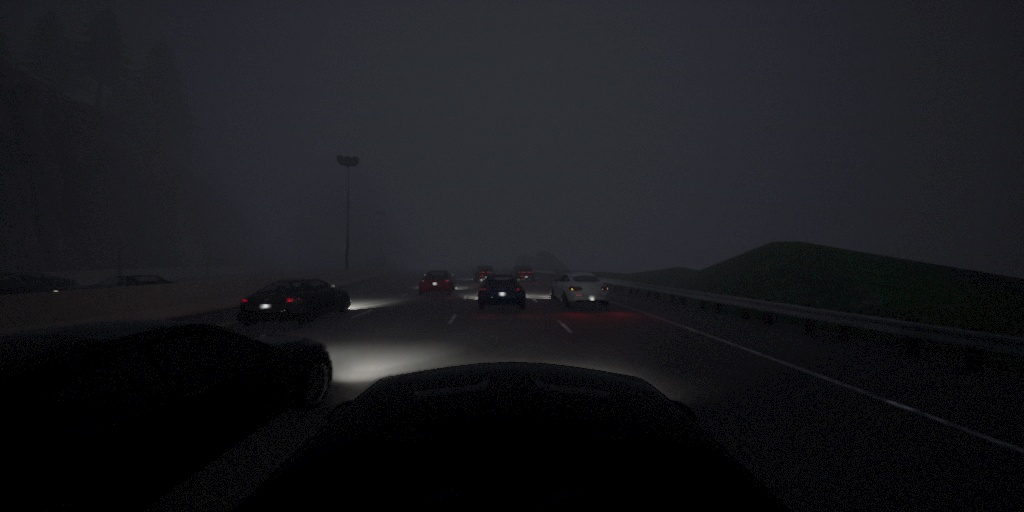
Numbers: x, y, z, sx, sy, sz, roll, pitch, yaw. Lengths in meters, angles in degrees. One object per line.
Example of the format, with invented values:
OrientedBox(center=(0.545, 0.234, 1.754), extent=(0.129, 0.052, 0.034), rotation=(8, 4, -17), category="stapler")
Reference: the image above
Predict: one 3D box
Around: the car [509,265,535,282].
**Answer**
OrientedBox(center=(0.879, 1.636, 34.028), extent=(1.837, 1.490, 4.892), rotation=(0, -1, -9), category="car")

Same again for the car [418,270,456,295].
OrientedBox(center=(-4.578, 1.569, 22.305), extent=(1.994, 1.385, 4.181), rotation=(0, -1, -6), category="car")

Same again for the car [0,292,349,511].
OrientedBox(center=(-3.479, 1.301, 3.242), extent=(1.812, 1.442, 4.674), rotation=(0, -1, 0), category="car")

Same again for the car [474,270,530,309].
OrientedBox(center=(-0.506, 1.486, 16.105), extent=(1.994, 1.385, 4.181), rotation=(0, -1, -4), category="car")

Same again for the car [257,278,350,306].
OrientedBox(center=(-7.286, 1.458, 12.447), extent=(1.994, 1.385, 4.181), rotation=(0, -1, -3), category="car")

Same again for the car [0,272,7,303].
OrientedBox(center=(-25.152, 1.466, 14.826), extent=(1.837, 1.490, 4.892), rotation=(0, -1, -5), category="car")

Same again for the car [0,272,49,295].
OrientedBox(center=(-21.671, 1.449, 15.169), extent=(2.128, 1.511, 4.902), rotation=(0, -1, -5), category="car")

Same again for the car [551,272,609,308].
OrientedBox(center=(2.983, 1.442, 16.281), extent=(1.812, 1.442, 4.674), rotation=(0, 0, -4), category="car")

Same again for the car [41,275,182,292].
OrientedBox(center=(-18.287, 1.573, 16.999), extent=(1.895, 1.301, 4.718), rotation=(0, -1, -5), category="car")

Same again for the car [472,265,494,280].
OrientedBox(center=(-2.685, 1.646, 34.158), extent=(1.837, 1.490, 4.892), rotation=(0, -1, -10), category="car")
